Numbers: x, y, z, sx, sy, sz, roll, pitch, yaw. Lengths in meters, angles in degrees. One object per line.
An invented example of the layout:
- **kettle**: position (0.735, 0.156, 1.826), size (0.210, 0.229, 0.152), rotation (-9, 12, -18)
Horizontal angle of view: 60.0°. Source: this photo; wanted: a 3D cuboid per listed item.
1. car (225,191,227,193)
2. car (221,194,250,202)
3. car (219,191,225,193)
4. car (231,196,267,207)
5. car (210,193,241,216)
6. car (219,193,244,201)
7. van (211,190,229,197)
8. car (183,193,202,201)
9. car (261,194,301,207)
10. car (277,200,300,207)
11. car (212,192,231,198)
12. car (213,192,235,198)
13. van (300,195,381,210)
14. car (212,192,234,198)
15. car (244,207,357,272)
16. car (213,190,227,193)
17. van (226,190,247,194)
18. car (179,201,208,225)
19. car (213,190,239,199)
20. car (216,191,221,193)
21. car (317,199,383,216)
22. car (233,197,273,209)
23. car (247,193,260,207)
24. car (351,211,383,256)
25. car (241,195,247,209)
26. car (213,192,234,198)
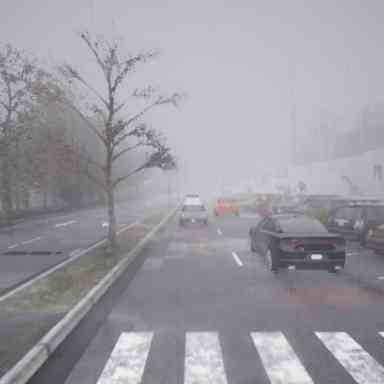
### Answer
- **car**: position (8.040, 1.112, 52.985), size (4.553, 1.767, 2.185), rotation (0, 1, -20)
- **car**: position (8.093, 1.125, 61.957), size (4.792, 1.488, 2.163), rotation (0, 1, -20)
- **car**: position (7.894, 1.140, 58.895), size (5.366, 1.575, 1.946), rotation (0, 1, -20)
- **car**: position (8.063, 1.355, 47.027), size (4.674, 1.452, 2.002), rotation (1, 0, -20)
- **car**: position (3.099, 1.291, 31.738), size (2.097, 1.767, 4.553), rotation (0, 0, 0)
- **car**: position (8.062, 1.040, 67.910), size (4.674, 1.452, 2.002), rotation (0, 1, -20)
- **van**: position (7.959, 0.458, 94.701), size (4.442, 1.987, 1.878), rotation (1, 1, -20)
- **car**: position (0.096, 1.102, 41.196), size (2.150, 2.045, 5.566), rotation (0, 0, 1)
- **car**: position (8.048, 1.199, 23.133), size (5.566, 2.045, 2.435), rotation (1, 0, -20)
- **car**: position (8.064, 1.457, 20.165), size (4.892, 1.521, 2.231), rotation (1, 0, -20)
- **car**: position (8.091, 0.743, 91.777), size (4.792, 1.488, 2.163), rotation (1, 0, -20)
- **car**: position (8.072, 0.805, 82.814), size (5.008, 1.535, 2.097), rotation (1, 1, -20)
- **van**: position (8.181, 1.236, 17.225), size (4.442, 1.987, 1.878), rotation (1, 0, -20)
- **car**: position (8.239, 0.741, 88.847), size (5.366, 1.575, 1.946), rotation (1, 0, -20)
- **car**: position (3.100, 1.459, 10.751), size (1.882, 1.535, 5.008), rotation (0, 0, 0)
- **car**: position (8.076, 0.878, 76.849), size (4.892, 1.521, 2.231), rotation (1, 1, -20)
- **van**: position (7.963, 1.054, 49.956), size (4.442, 1.987, 1.878), rotation (0, 1, -20)
- **car**: position (0.099, 1.560, 23.697), size (1.895, 1.301, 4.718), rotation (0, 0, 0)
- **car**: position (8.095, 0.588, 79.847), size (5.566, 2.045, 2.435), rotation (1, 0, -20)
- **car**: position (7.894, 1.041, 64.861), size (5.366, 1.575, 1.946), rotation (0, 1, -20)
- **car**: position (8.042, 1.340, 14.190), size (4.553, 1.767, 2.185), rotation (1, 0, -20)
- **car**: position (8.094, 1.380, 44.055), size (4.792, 1.488, 2.163), rotation (1, 0, -20)
- **car**: position (8.099, 1.188, 29.130), size (5.566, 2.045, 2.435), rotation (1, 0, -20)
- **car**: position (8.066, 1.511, 11.218), size (4.674, 1.452, 2.002), rotation (1, 0, -20)
- **car**: position (8.041, 1.427, 38.059), size (4.792, 1.488, 2.163), rotation (1, 1, -20)
- **car**: position (8.059, 0.774, 85.800), size (4.892, 1.521, 2.231), rotation (1, 0, -20)
